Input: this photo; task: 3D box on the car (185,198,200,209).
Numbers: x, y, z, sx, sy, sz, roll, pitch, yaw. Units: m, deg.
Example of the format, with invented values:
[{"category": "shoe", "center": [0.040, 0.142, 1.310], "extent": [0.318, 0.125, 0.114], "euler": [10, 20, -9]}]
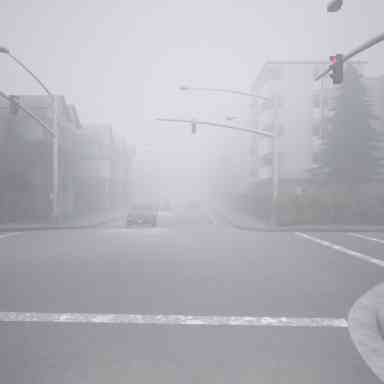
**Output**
[{"category": "car", "center": [0.104, 1.526, 45.561], "extent": [1.812, 1.442, 4.674], "euler": [0, 0, 0]}]

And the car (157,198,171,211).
[{"category": "car", "center": [-3.579, 1.491, 40.306], "extent": [2.128, 1.511, 4.902], "euler": [0, 0, 0]}]

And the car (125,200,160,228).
[{"category": "car", "center": [-3.300, 1.505, 22.232], "extent": [1.837, 1.490, 4.892], "euler": [0, 0, -4]}]
